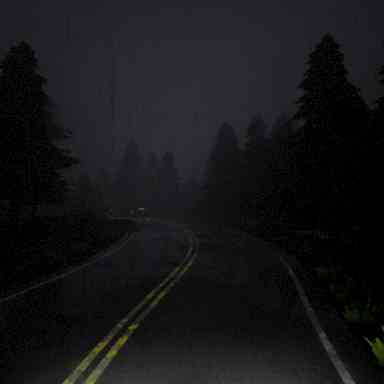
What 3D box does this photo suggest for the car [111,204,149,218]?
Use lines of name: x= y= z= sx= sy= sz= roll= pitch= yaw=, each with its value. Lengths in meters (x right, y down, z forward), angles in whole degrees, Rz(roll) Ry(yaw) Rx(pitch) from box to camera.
car: x=-6.732 y=2.133 z=37.404 sx=2.128 sy=1.511 sz=4.902 roll=5 pitch=-6 yaw=-40

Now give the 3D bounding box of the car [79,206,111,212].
car: x=-10.697 y=2.159 z=36.990 sx=4.718 sy=1.301 sz=1.895 roll=-5 pitch=-7 yaw=44

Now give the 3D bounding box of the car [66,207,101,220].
car: x=-14.409 y=2.857 z=43.972 sx=4.674 sy=1.442 sz=1.812 roll=-6 pitch=-8 yaw=32
